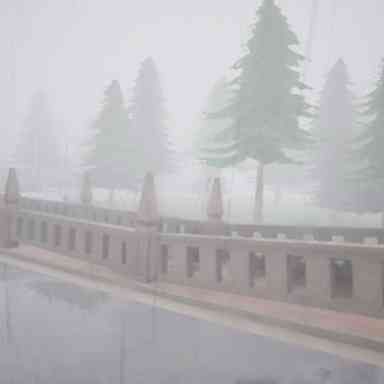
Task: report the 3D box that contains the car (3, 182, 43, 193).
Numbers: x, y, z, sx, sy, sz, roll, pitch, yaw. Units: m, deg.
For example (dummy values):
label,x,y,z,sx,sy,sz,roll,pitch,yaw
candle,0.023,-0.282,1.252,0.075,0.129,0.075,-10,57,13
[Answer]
label,x,y,z,sx,sy,sz,roll,pitch,yaw
car,-22.814,-0.655,45.044,1.837,1.490,4.892,4,2,37
